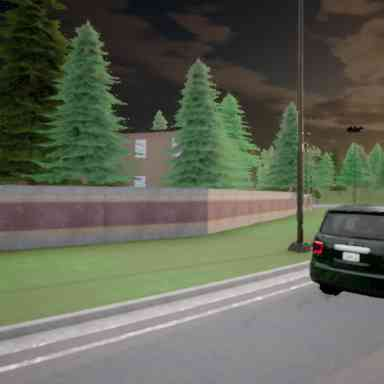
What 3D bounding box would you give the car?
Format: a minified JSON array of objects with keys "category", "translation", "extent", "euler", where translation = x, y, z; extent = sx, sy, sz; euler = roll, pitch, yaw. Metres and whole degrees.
[{"category":"car","translation":[4.985,1.321,7.963],"extent":[5.566,2.045,2.150],"euler":[1,0,-41]}]
